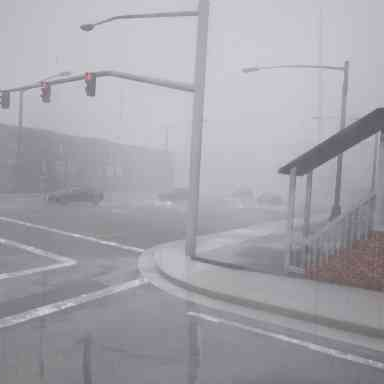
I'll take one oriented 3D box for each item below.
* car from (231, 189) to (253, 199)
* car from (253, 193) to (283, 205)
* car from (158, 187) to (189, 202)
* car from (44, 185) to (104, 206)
[{"bbox_3d":[7.673,0.255,50.201,1.837,1.490,4.892,5,2,36],"label":"car"},{"bbox_3d":[9.618,0.781,40.768,1.994,1.385,4.181,5,3,36],"label":"car"},{"bbox_3d":[-1.773,0.236,37.207,1.837,1.490,4.892,5,3,36],"label":"car"},{"bbox_3d":[-9.343,0.219,26.680,2.128,1.511,4.902,5,3,36],"label":"car"}]
